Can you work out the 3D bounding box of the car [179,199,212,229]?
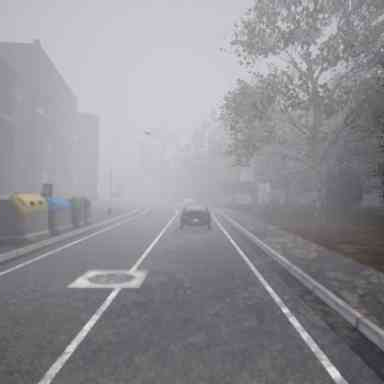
[{"bbox_3d":[0.229,1.467,21.455,1.882,1.535,5.008,0,0,0],"label":"car"}]
